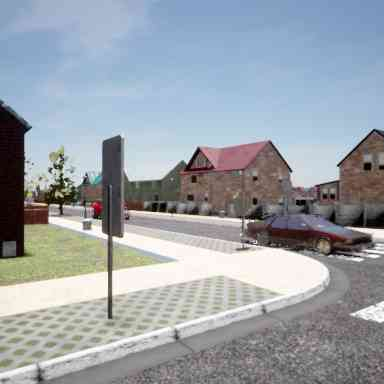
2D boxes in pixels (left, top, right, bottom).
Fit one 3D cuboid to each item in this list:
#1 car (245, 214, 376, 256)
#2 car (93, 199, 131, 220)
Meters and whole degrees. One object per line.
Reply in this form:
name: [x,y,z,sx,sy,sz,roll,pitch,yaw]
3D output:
car: [4.599,1.658,13.971,2.033,1.411,5.357,0,-1,-34]
car: [-7.906,1.667,32.305,2.150,2.045,5.566,0,-1,-34]
